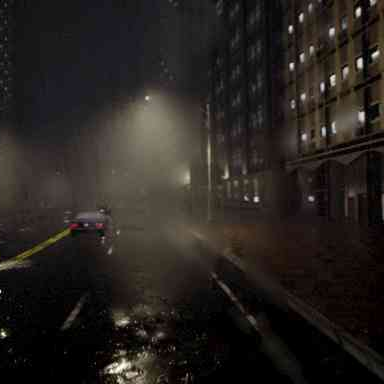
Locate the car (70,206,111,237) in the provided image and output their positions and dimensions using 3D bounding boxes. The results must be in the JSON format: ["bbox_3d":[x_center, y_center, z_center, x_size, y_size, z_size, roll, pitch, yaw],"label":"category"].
[{"bbox_3d":[-6.057,1.826,20.040,2.033,1.411,5.357,-1,-1,-11],"label":"car"}]

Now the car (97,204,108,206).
[{"bbox_3d":[-10.475,2.090,38.787,1.994,1.385,4.181,-1,-1,-15],"label":"car"}]
